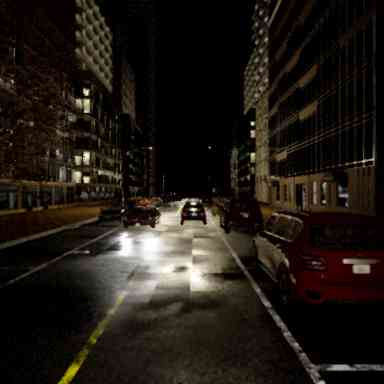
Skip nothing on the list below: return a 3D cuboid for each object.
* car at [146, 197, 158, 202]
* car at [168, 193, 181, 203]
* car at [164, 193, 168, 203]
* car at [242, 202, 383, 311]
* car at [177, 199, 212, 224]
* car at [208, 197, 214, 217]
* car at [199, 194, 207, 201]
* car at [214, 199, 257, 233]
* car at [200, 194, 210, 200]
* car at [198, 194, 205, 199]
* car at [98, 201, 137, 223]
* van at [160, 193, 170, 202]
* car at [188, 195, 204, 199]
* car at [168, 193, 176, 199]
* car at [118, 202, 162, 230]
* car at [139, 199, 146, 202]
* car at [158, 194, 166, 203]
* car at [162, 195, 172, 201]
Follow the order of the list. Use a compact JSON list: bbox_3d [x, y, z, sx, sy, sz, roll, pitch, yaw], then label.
[{"bbox_3d":[-5.685,1.503,41.842,1.802,1.307,4.206,0,0,0],"label":"car"},{"bbox_3d":[-2.997,1.328,63.472,2.033,1.411,5.357,0,0,0],"label":"car"},{"bbox_3d":[-5.684,1.412,64.612,1.887,1.381,4.507,0,0,0],"label":"car"},{"bbox_3d":[2.695,1.303,7.677,2.192,1.841,5.009,0,0,0],"label":"car"},{"bbox_3d":[0.101,1.506,24.370,2.033,1.411,5.357,0,0,0],"label":"car"},{"bbox_3d":[2.695,1.471,30.616,1.752,1.417,4.829,0,0,0],"label":"car"},{"bbox_3d":[2.698,1.262,81.674,1.967,1.590,4.097,0,0,0],"label":"car"},{"bbox_3d":[2.696,1.283,19.062,2.192,1.841,5.009,0,0,0],"label":"car"},{"bbox_3d":[2.696,1.447,58.907,1.947,1.339,4.313,0,0,0],"label":"car"},{"bbox_3d":[2.698,1.372,93.058,1.802,1.307,4.206,0,0,0],"label":"car"},{"bbox_3d":[-5.686,1.508,24.767,2.008,1.369,4.403,0,0,0],"label":"car"},{"bbox_3d":[-5.683,1.194,70.305,1.690,1.788,3.998,0,0,0],"label":"van"},{"bbox_3d":[0.103,1.469,41.532,2.033,1.411,5.357,0,0,0],"label":"car"},{"bbox_3d":[-5.682,1.230,93.073,1.967,1.590,4.097,0,0,0],"label":"car"},{"bbox_3d":[-3.100,1.565,21.199,1.895,1.301,4.718,0,0,0],"label":"car"},{"bbox_3d":[-5.686,1.512,30.460,1.947,1.339,4.313,0,0,0],"label":"car"},{"bbox_3d":[-5.685,1.446,53.228,2.008,1.369,4.403,0,0,0],"label":"car"},{"bbox_3d":[-5.684,1.420,75.997,1.802,1.307,4.206,0,0,0],"label":"car"}]
